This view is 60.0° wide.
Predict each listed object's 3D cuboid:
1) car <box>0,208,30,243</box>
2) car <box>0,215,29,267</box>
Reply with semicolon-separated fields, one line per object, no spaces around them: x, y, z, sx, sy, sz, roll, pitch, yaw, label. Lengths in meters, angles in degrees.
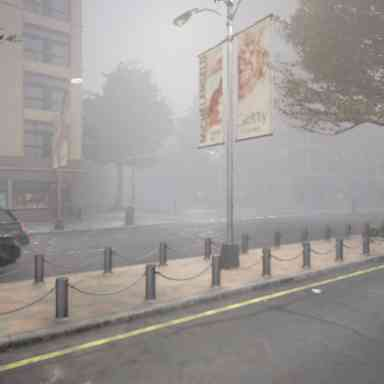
-8.470;1.399;12.032;4.553;1.767;2.097;0;0;-35;car
-7.169;1.541;8.664;4.892;1.490;1.837;1;0;-35;car
